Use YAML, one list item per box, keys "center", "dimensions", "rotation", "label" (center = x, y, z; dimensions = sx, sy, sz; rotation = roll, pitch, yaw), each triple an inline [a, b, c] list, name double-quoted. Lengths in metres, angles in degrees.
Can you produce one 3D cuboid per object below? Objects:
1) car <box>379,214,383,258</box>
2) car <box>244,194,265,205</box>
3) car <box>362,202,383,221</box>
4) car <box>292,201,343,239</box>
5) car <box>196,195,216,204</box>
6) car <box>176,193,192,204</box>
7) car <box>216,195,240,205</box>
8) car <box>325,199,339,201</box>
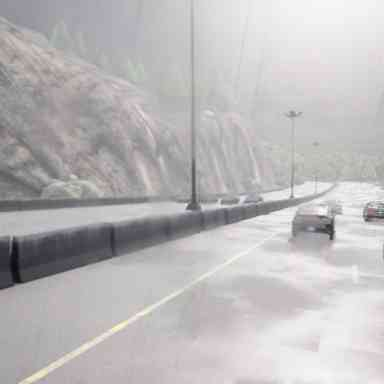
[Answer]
- center: [6.479, 1.551, 9.017]
  dimensions: [1.994, 1.385, 4.181]
  rotation: [1, 1, 25]
  label: "car"
- center: [8.858, 1.057, 47.205]
  dimensions: [2.097, 1.767, 4.553]
  rotation: [1, 1, 25]
  label: "car"
- center: [14.271, 1.472, 25.588]
  dimensions: [2.033, 1.411, 5.357]
  rotation: [1, 1, 25]
  label: "car"
- center: [6.291, 1.402, 16.840]
  dimensions: [2.128, 1.511, 4.902]
  rotation: [1, 1, 25]
  label: "car"
- center: [2.509, 1.147, 50.159]
  dimensions: [1.994, 1.385, 4.181]
  rotation: [1, 1, 25]
  label: "car"
- center: [-0.644, 0.908, 51.672]
  dimensions: [2.097, 1.767, 4.553]
  rotation: [1, 1, 25]
  label: "car"
- center: [5.676, 1.160, 48.669]
  dimensions: [1.837, 1.490, 4.892]
  rotation: [1, 1, 25]
  label: "car"
- center: [13.774, 1.376, 32.757]
  dimensions: [1.812, 1.442, 4.674]
  rotation: [1, 1, 25]
  label: "car"
